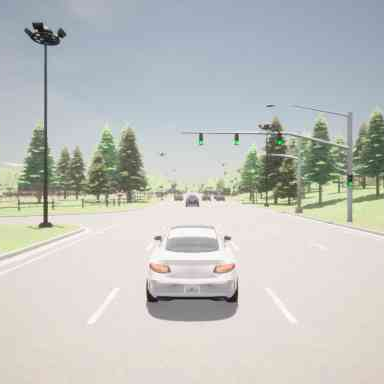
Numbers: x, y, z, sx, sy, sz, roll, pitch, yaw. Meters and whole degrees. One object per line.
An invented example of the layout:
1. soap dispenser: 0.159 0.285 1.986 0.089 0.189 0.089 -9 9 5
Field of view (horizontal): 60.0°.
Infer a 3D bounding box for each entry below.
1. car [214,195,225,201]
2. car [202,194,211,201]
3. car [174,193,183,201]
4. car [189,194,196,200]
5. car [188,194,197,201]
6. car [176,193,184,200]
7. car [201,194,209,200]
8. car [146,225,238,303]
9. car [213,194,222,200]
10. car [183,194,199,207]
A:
1. car: 7.119 1.517 82.612 2.128 1.511 4.902 0 0 0
2. car: 3.620 1.348 83.004 2.097 1.767 4.553 0 0 0
3. car: -3.380 1.544 83.010 1.994 1.385 4.181 0 0 0
4. car: 0.134 1.332 93.042 1.837 1.490 4.892 0 0 0
5. car: 0.120 1.348 83.009 2.097 1.767 4.553 0 0 0
6. car: -3.366 1.187 93.017 2.097 1.767 4.553 0 0 0
7. car: 3.634 1.372 93.037 2.033 1.411 5.357 0 0 0
8. car: 0.018 1.526 8.106 1.812 1.442 4.674 0 0 0
9. car: 7.134 1.385 93.032 1.994 1.385 4.181 0 0 0
10. car: 0.075 1.352 51.979 2.097 1.767 4.553 0 0 0
